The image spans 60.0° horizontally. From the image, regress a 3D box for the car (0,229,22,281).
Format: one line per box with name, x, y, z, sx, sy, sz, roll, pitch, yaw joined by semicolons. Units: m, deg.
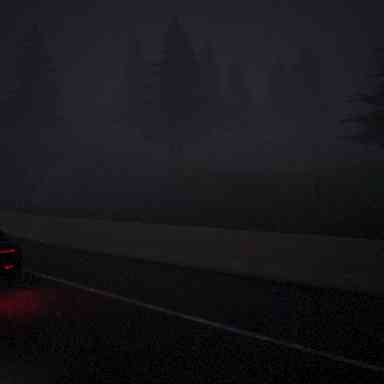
car;-6.376;1.565;8.950;4.892;1.490;1.837;0;0;39
